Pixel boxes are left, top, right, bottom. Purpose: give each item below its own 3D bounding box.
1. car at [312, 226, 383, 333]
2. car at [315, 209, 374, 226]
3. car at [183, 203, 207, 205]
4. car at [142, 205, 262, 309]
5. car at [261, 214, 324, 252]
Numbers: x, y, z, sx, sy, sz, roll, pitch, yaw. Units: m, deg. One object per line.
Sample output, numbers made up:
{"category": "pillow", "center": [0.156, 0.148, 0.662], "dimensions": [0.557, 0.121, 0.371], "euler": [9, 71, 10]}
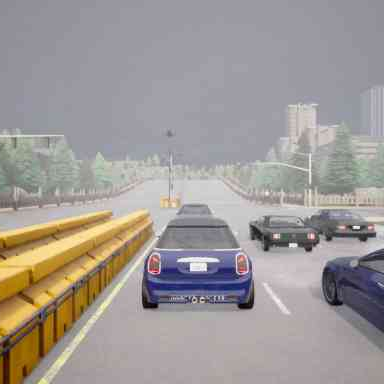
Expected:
{"category": "car", "center": [3.614, 1.526, 5.063], "dimensions": [1.812, 1.442, 4.674], "euler": [0, 0, 0]}
{"category": "car", "center": [7.111, 1.547, 16.577], "dimensions": [2.033, 1.411, 5.357], "euler": [0, 0, 4]}
{"category": "car", "center": [0.135, 1.352, 16.968], "dimensions": [2.097, 1.767, 4.553], "euler": [0, 0, 0]}
{"category": "car", "center": [0.117, 1.352, 8.032], "dimensions": [2.097, 1.767, 4.553], "euler": [0, 0, 0]}
{"category": "car", "center": [3.626, 1.601, 14.003], "dimensions": [1.895, 1.301, 4.718], "euler": [0, 0, 1]}
